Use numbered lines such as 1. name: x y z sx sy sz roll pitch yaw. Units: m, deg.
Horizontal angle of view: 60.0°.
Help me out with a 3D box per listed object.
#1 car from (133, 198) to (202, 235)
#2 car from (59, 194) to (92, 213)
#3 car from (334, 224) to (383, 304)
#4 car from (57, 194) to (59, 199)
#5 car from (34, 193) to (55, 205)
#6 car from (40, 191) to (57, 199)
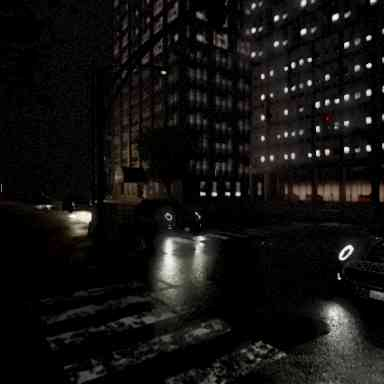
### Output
1. car: -1.365 1.126 17.134 2.097 1.767 4.553 0 0 -31
2. car: -11.113 1.082 32.300 2.097 1.767 4.553 0 0 -33
3. car: 5.068 1.192 7.104 4.553 1.767 2.097 -1 0 -35
4. car: -32.733 1.128 83.673 1.994 1.385 4.181 0 0 -33
5. car: -22.721 1.225 50.352 2.033 1.411 5.357 0 0 -33
6. car: -35.232 1.102 81.553 2.128 1.511 4.902 0 0 -33
